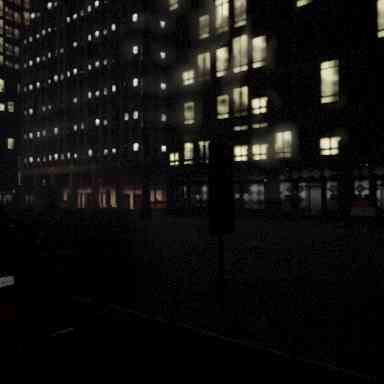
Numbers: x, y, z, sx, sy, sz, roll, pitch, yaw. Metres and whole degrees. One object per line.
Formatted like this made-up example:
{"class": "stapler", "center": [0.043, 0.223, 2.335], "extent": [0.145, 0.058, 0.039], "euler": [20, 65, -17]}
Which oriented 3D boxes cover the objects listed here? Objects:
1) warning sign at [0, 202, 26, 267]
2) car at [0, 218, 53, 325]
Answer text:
{"class": "warning sign", "center": [-5.904, 1.249, 10.012], "extent": [1.060, 1.860, 1.300], "euler": [-1, -1, 36]}
{"class": "car", "center": [-4.638, 1.407, 6.176], "extent": [5.009, 1.841, 2.192], "euler": [-1, 0, 36]}
